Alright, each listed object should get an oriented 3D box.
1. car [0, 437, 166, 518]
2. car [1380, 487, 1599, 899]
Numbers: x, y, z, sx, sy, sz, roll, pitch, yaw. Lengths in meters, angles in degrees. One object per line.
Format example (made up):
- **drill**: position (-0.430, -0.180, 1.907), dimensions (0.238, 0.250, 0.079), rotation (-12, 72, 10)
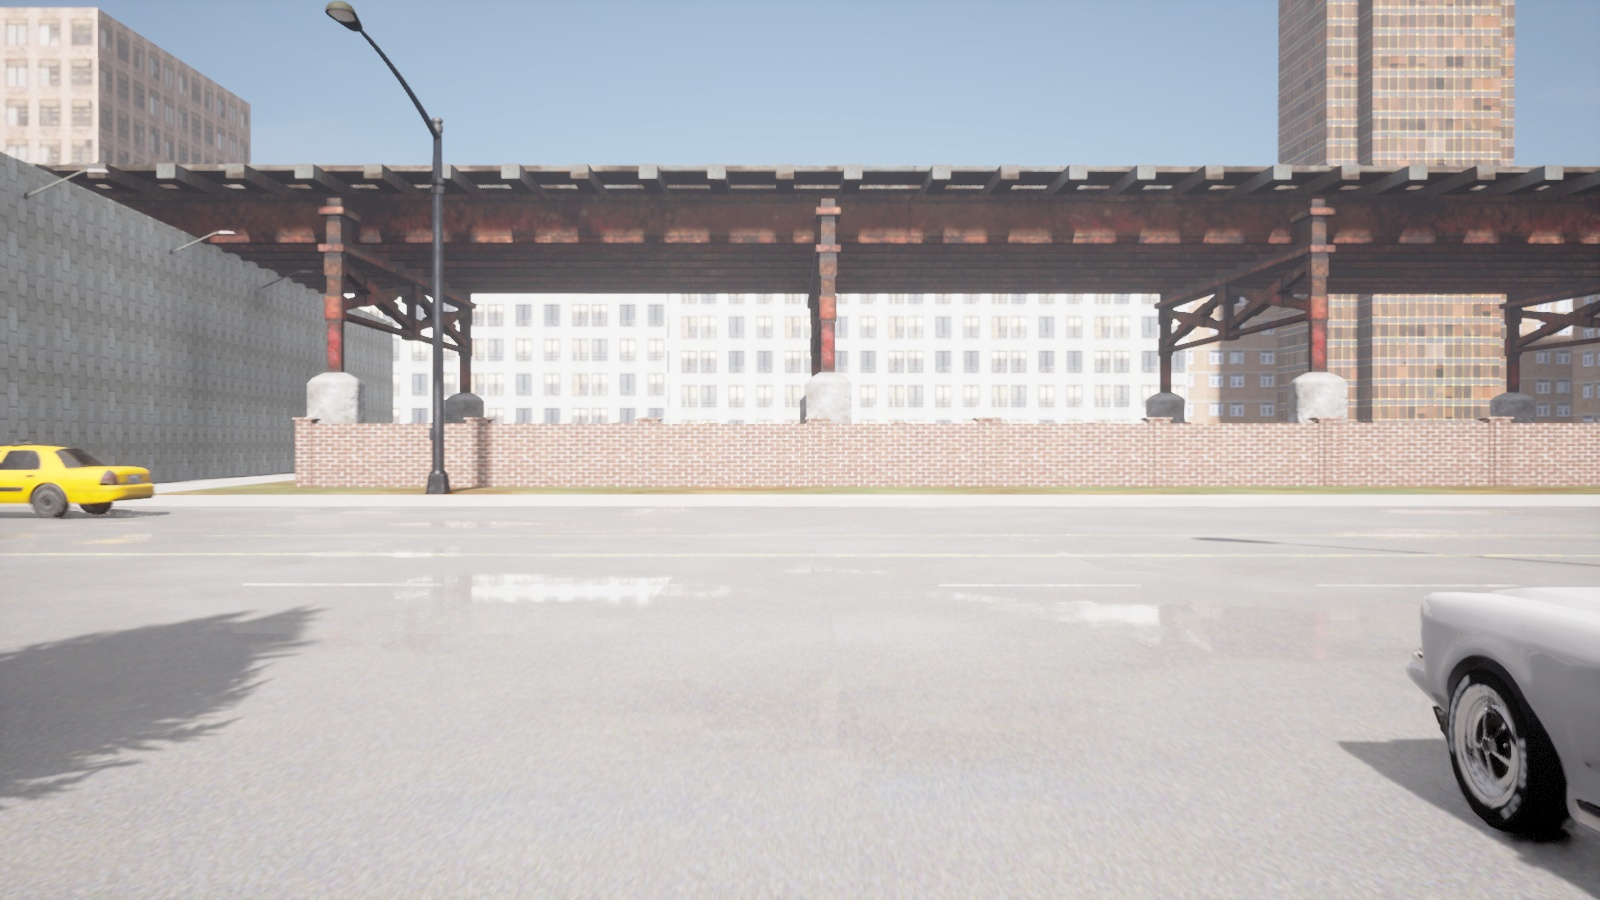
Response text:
- **car**: position (-15.999, 0.529, 25.501), dimensions (5.366, 1.575, 1.801), rotation (0, 0, 1)
- **car**: position (3.534, 0.831, 3.259), dimensions (1.895, 1.301, 4.718), rotation (0, 0, 0)
